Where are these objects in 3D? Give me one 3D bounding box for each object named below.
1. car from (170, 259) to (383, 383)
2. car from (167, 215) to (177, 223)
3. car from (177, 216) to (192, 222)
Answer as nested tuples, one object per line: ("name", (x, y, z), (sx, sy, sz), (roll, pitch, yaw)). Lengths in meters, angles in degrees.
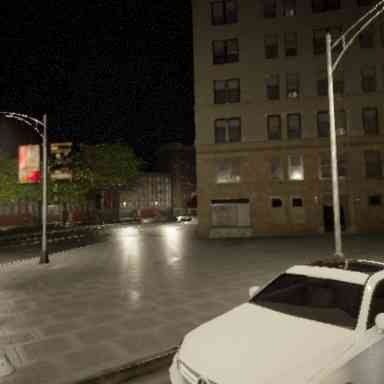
("car", (1.908, 1.714, 4.440), (4.674, 1.442, 1.812), (0, -4, -38))
("car", (-4.227, 5.913, 73.204), (1.837, 1.490, 4.892), (-2, -3, 10))
("car", (-1.184, 5.858, 71.768), (1.895, 1.301, 4.718), (-2, -3, 10))
